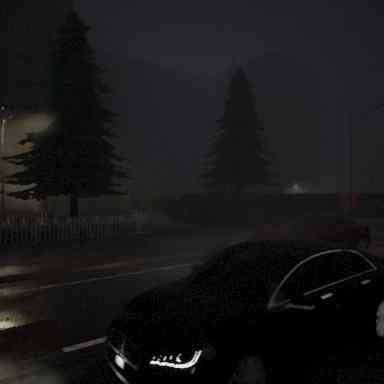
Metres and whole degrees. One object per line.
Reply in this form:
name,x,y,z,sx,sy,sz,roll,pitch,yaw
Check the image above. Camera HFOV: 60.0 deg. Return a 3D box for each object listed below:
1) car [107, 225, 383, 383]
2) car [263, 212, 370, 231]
car,1.215,1.504,4.881,4.892,1.490,1.837,0,0,-36
car,4.129,1.478,11.339,5.008,1.535,1.882,-1,0,-36
